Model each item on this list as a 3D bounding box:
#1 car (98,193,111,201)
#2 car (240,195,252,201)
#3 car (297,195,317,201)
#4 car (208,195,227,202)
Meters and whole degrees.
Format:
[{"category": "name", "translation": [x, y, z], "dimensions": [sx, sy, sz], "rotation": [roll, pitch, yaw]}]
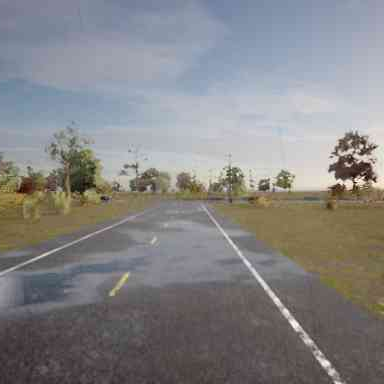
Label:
[{"category": "car", "translation": [-21.946, 1.138, 78.245], "dimensions": [5.566, 2.045, 2.150], "rotation": [0, 0, -2]}, {"category": "car", "translation": [15.068, 1.527, 86.269], "dimensions": [5.008, 1.535, 1.882], "rotation": [0, 0, -2]}, {"category": "car", "translation": [30.022, 1.621, 86.711], "dimensions": [4.902, 1.511, 2.128], "rotation": [0, 0, -2]}, {"category": "car", "translation": [6.011, 1.558, 78.985], "dimensions": [4.674, 1.442, 1.812], "rotation": [0, 0, -2]}]
